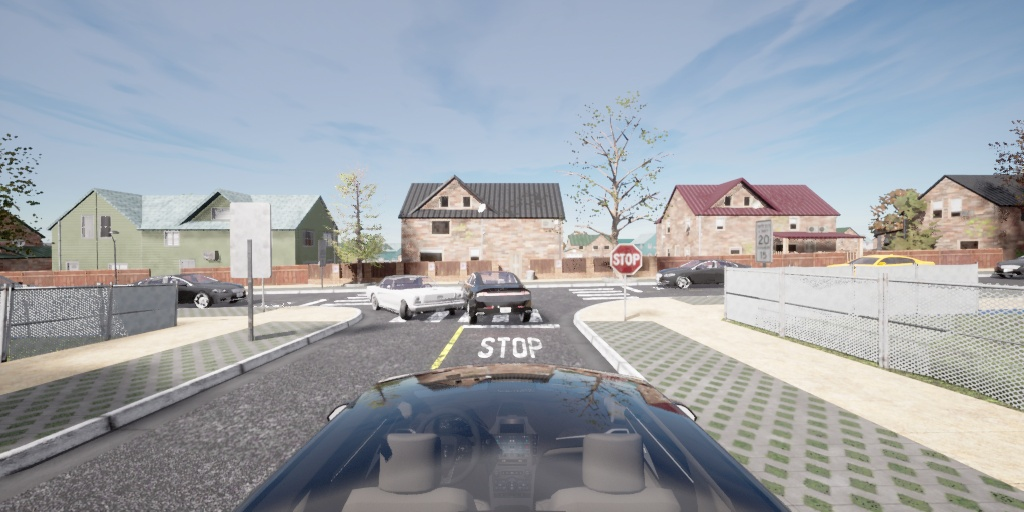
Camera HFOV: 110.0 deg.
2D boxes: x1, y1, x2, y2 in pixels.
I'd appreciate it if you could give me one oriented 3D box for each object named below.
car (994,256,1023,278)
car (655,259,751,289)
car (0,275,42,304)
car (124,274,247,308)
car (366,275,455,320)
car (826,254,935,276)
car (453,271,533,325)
[{"bbox_3d":[29.396,0.478,19.470,4.902,1.511,2.128,-1,1,0],"label":"car"},{"bbox_3d":[10.341,0.925,19.408,4.902,1.511,2.128,-1,1,0],"label":"car"},{"bbox_3d":[-24.231,1.648,16.333,4.553,1.767,2.097,-1,1,0],"label":"car"},{"bbox_3d":[-14.894,1.566,16.368,4.902,1.511,2.128,-1,1,0],"label":"car"},{"bbox_3d":[-3.596,1.367,12.866,1.895,1.301,4.718,0,0,-38],"label":"car"},{"bbox_3d":[19.771,0.690,19.439,5.008,1.535,1.882,-1,1,0],"label":"car"},{"bbox_3d":[-0.679,1.242,12.005,2.128,1.511,4.902,0,0,-12],"label":"car"}]
